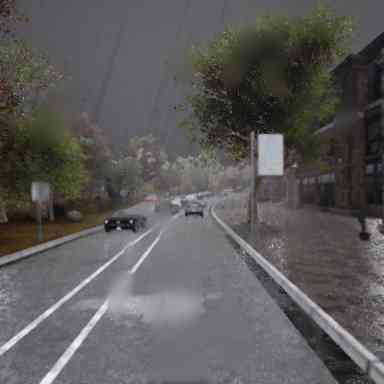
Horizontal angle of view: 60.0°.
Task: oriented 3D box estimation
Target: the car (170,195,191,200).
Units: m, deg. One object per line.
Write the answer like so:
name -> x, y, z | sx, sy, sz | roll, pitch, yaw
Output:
car -> -2.089, 1.688, 57.631 | 2.097, 1.535, 5.008 | 1, 3, 9

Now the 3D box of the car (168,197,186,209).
car -> -2.600, 1.965, 51.515 | 2.002, 1.452, 4.674 | -2, 2, 4

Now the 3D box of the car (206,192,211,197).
car -> 2.364, 0.861, 79.635 | 2.231, 1.521, 4.892 | 0, 2, 16

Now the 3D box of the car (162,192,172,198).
car -> -5.960, 0.653, 79.261 | 2.128, 1.511, 4.902 | 0, 2, 8

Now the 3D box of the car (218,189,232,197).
car -> 8.090, 0.603, 86.136 | 2.033, 1.411, 5.357 | 0, 2, 20

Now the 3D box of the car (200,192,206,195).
car -> 0.970, 1.094, 74.103 | 2.097, 1.535, 5.008 | -1, 3, 14

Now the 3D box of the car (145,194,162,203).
car -> -7.652, 1.156, 63.599 | 2.097, 1.767, 4.553 | 0, 2, 2

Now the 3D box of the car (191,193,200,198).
car -> -0.356, 1.364, 68.018 | 2.002, 1.452, 4.674 | -1, 2, 12

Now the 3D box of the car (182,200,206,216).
car -> 0.267, 1.913, 37.216 | 1.994, 1.385, 4.181 | 0, -1, 1

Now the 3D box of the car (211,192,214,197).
car -> 4.184, 0.616, 85.690 | 2.097, 1.535, 5.008 | 0, 2, 18

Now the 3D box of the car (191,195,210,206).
car -> 1.463, 1.814, 55.565 | 2.033, 1.411, 5.357 | 0, 2, 7

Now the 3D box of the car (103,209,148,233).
car -> -4.126, 1.801, 21.210 | 1.895, 1.301, 4.718 | 0, -1, 2
